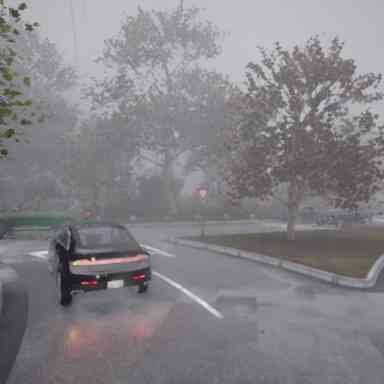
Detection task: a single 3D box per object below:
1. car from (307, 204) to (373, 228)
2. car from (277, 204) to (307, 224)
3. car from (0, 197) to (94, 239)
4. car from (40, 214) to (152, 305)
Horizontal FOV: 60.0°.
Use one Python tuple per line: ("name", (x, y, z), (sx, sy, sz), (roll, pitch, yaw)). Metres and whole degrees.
("car", (11.082, 1.747, 24.360), (4.892, 1.490, 1.837), (1, -1, -27))
("car", (9.108, 1.751, 26.991), (4.892, 1.490, 1.837), (1, 0, -27))
("car", (-7.957, 1.312, 17.487), (5.566, 2.045, 2.150), (0, 0, -8))
("car", (-2.509, 1.532, 8.406), (2.128, 1.511, 4.902), (0, 0, -26))
